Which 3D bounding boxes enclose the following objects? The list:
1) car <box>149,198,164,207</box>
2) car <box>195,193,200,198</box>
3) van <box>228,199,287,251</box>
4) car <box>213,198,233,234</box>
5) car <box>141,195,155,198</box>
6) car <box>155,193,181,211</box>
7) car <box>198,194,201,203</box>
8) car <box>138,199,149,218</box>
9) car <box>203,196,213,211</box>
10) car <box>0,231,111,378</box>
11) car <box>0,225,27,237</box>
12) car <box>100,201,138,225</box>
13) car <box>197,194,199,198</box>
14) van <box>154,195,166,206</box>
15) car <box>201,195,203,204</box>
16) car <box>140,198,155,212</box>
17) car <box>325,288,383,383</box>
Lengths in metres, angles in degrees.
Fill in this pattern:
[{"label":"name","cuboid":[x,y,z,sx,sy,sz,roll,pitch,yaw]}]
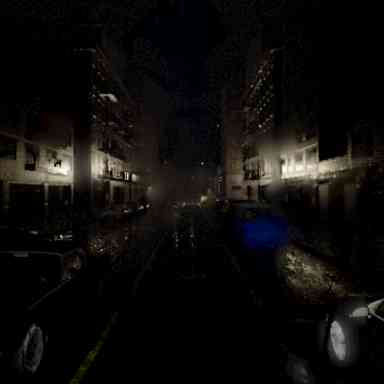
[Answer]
[{"label":"car","cuboid":[-5.452,1.599,51.625,1.802,1.307,4.206,0,0,0]},{"label":"car","cuboid":[2.529,1.583,94.730,2.008,1.369,4.403,0,0,0]},{"label":"van","cuboid":[2.674,1.346,13.792,1.690,1.788,3.998,0,0,0]},{"label":"car","cuboid":[2.663,1.322,19.199,2.192,1.841,5.009,0,0,0]},{"label":"car","cuboid":[-5.442,1.329,40.812,2.192,1.841,5.009,0,0,0]},{"label":"car","cuboid":[-2.891,1.233,40.495,2.150,2.045,5.566,0,0,0]},{"label":"car","cuboid":[2.573,1.546,62.618,1.752,1.417,4.829,0,0,0]},{"label":"car","cuboid":[-5.432,1.561,30.000,2.008,1.369,4.403,0,0,0]},{"label":"car","cuboid":[2.618,1.539,40.993,1.752,1.417,4.829,0,0,0]},{"label":"car","cuboid":[-2.844,1.603,5.652,1.895,1.301,4.718,0,0,0]},{"label":"car","cuboid":[-5.413,1.548,8.375,1.887,1.381,4.507,0,0,0]},{"label":"car","cuboid":[-5.427,1.534,24.425,1.752,1.417,4.829,0,0,0]},{"label":"car","cuboid":[2.562,1.574,67.854,2.008,1.369,4.403,0,0,0]},{"label":"van","cuboid":[-5.457,1.360,57.031,1.690,1.788,3.998,0,0,0]},{"label":"car","cuboid":[2.607,1.455,46.229,1.967,1.590,4.097,0,0,0]},{"label":"car","cuboid":[-5.437,1.578,35.406,1.947,1.339,4.313,0,0,0]},{"label":"car","cuboid":[2.696,1.552,2.979,2.008,1.369,4.403,0,0,0]}]
